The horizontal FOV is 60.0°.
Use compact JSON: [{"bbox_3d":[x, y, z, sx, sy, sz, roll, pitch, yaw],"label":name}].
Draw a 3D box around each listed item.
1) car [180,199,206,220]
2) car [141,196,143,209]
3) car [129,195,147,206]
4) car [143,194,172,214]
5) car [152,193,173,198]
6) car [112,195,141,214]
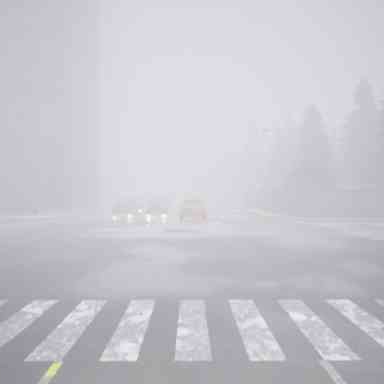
[{"bbox_3d":[0.084,1.346,28.491,2.097,1.767,4.553,0,0,0],"label":"car"},{"bbox_3d":[-7.319,1.553,44.515,1.994,1.385,4.181,0,0,-3],"label":"car"},{"bbox_3d":[-8.848,1.339,54.481,2.097,1.767,4.553,0,0,-21],"label":"car"},{"bbox_3d":[-3.628,1.344,35.749,2.097,1.767,4.553,0,0,-1],"label":"car"},{"bbox_3d":[-3.826,1.211,45.312,2.150,2.045,5.566,0,0,-3],"label":"car"},{"bbox_3d":[-7.129,1.344,35.876,2.097,1.767,4.553,0,0,0],"label":"car"}]
